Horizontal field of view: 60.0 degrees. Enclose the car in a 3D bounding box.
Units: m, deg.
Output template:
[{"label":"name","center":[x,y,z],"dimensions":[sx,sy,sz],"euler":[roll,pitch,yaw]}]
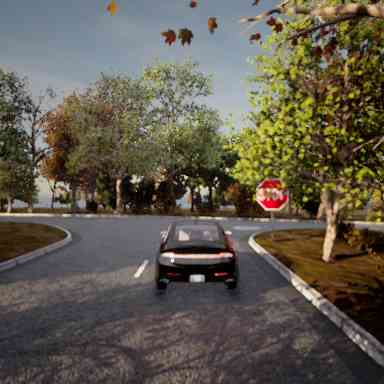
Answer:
[{"label":"car","center":[0.109,1.509,9.077],"dimensions":[2.128,1.511,4.902],"euler":[0,0,0]}]
